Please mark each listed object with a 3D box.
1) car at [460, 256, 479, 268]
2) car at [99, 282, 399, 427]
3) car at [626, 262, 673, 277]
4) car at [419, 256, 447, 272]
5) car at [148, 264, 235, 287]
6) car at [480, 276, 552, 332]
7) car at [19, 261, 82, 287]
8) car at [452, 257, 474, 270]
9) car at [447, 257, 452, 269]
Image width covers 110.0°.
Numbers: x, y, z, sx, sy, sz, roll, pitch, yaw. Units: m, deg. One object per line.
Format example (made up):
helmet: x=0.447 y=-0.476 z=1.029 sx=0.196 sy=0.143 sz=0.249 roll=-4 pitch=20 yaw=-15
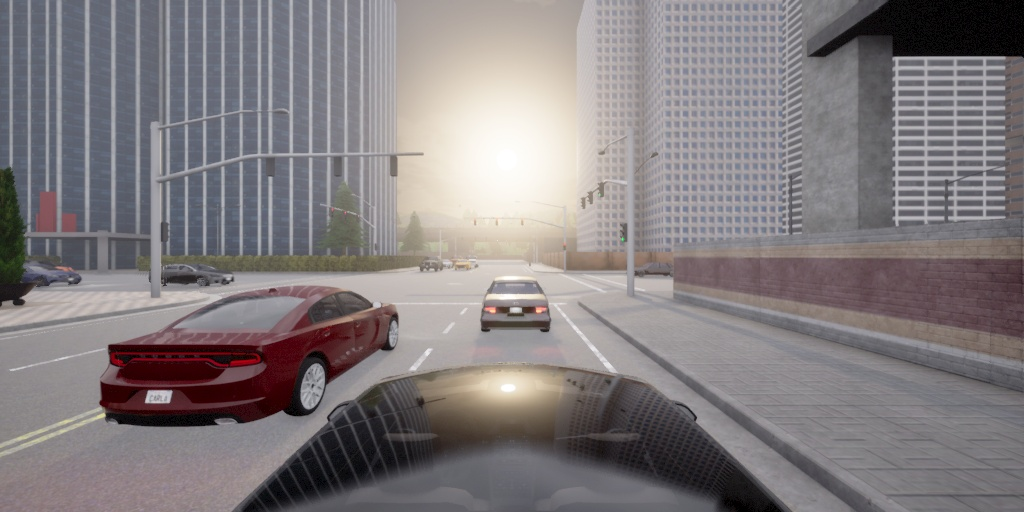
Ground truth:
car: x=-7.028 y=0.967 z=61.844 sx=2.150 sy=2.045 sz=5.566 roll=0 pitch=0 yaw=0
car: x=-3.440 y=1.227 z=5.988 sx=1.882 sy=1.535 sz=5.008 roll=0 pitch=0 yaw=0
car: x=13.914 y=1.295 z=34.780 sx=5.357 sy=1.411 sz=2.033 roll=0 pitch=0 yaw=0
car: x=-10.568 y=0.969 z=47.396 sx=2.150 sy=2.045 sz=5.566 roll=0 pitch=0 yaw=0
car: x=-20.981 y=1.241 z=23.586 sx=4.902 sy=1.511 sz=2.128 roll=0 pitch=0 yaw=3
car: x=0.090 y=1.297 z=10.801 sx=2.033 sy=1.411 sz=5.357 roll=0 pitch=0 yaw=0
car: x=-31.457 y=1.274 z=23.662 sx=4.674 sy=1.442 sz=1.812 roll=0 pitch=0 yaw=0
car: x=-7.061 y=1.224 z=52.003 sx=1.882 sy=1.535 sz=5.008 roll=0 pitch=0 yaw=0
car: x=-10.549 y=1.272 z=56.936 sx=1.812 sy=1.442 sz=4.674 roll=0 pitch=0 yaw=0
